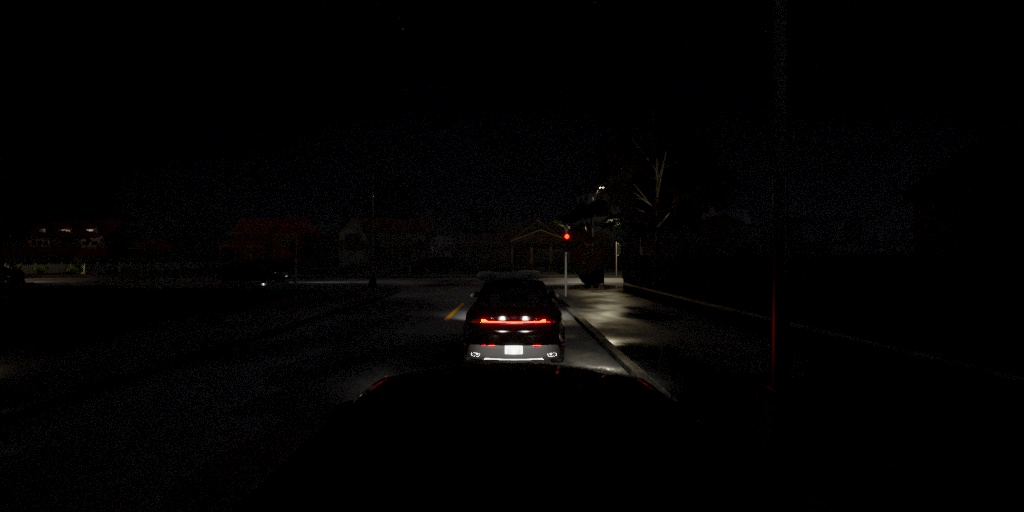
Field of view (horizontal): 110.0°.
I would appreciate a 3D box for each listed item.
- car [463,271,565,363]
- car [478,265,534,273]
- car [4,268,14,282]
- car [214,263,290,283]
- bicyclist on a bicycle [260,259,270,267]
[{"bbox_3d":[0.052,1.255,8.153,1.837,1.490,4.892,0,0,1],"label":"car"},{"bbox_3d":[-0.155,1.351,26.824,4.718,1.301,1.895,0,0,0],"label":"car"},{"bbox_3d":[-39.988,1.254,26.782,4.892,1.490,1.837,0,0,0],"label":"car"},{"bbox_3d":[-19.330,1.241,26.797,4.902,1.511,2.128,0,0,0],"label":"car"},{"bbox_3d":[-24.169,1.099,35.189,0.582,1.620,1.656,0,0,0],"label":"bicyclist on a bicycle"}]
